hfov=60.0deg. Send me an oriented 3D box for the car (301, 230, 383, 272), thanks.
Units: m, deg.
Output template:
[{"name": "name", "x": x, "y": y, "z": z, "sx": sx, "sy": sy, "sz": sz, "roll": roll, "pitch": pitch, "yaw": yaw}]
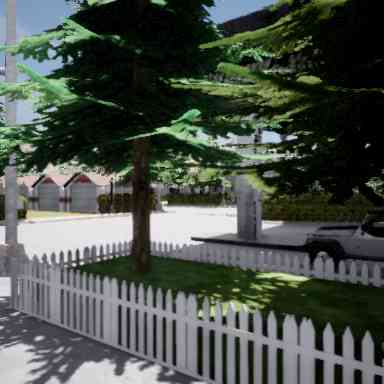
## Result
[{"name": "car", "x": 5.262, "y": 1.316, "z": 9.364, "sx": 3.866, "sy": 1.878, "sz": 1.905, "roll": 0, "pitch": 0, "yaw": 35}]
